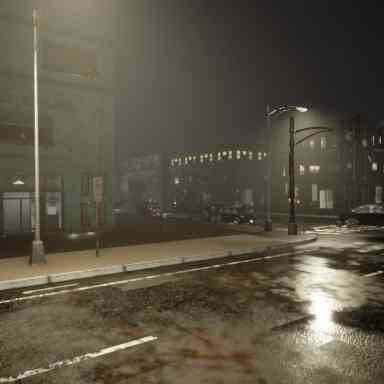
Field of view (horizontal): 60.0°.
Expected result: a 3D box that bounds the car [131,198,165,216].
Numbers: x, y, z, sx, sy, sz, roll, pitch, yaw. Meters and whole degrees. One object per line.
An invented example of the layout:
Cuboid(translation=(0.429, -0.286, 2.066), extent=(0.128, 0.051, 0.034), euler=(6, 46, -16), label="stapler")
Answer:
Cuboid(translation=(-4.814, 1.845, 37.704), extent=(1.967, 1.590, 4.097), euler=(-1, 0, -35), label="car")

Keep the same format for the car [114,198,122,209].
Cuboid(translation=(-14.228, 2.202, 55.580), extent=(2.033, 1.411, 5.357), euler=(-1, 0, -35), label="car")

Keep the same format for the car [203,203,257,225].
Cuboid(translation=(3.139, 1.814, 26.330), extent=(1.947, 1.339, 4.313), euler=(-2, 0, -35), label="car")

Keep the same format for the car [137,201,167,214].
Cuboid(translation=(-5.247, 1.954, 42.814), extent=(1.812, 1.442, 4.674), euler=(-1, 0, -35), label="car")

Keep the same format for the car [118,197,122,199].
Cuboid(translation=(-14.046, 1.939, 65.110), extent=(2.192, 1.841, 5.009), euler=(-1, 0, -35), label="car")

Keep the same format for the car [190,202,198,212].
Cuboid(translation=(2.014, 1.903, 42.567), extent=(1.802, 1.307, 4.206), euler=(-2, 0, -35), label="car")

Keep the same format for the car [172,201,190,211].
Cuboid(translation=(-1.196, 1.965, 47.075), extent=(1.802, 1.307, 4.206), euler=(-2, 0, -35), label="car")

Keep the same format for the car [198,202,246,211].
Cuboid(translation=(3.017, 1.773, 31.194), extent=(1.837, 1.490, 4.892), euler=(-1, -1, -35), label="car")

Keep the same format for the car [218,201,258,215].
Cuboid(translation=(5.224, 1.809, 38.058), extent=(2.008, 1.369, 4.403), euler=(-2, 0, -35), label="car")

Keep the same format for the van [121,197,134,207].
Cuboid(translation=(-10.834, 1.906, 60.601), extent=(1.690, 1.788, 3.998), euler=(-1, 0, -35), label="van")

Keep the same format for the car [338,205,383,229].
Cuboid(translation=(11.535, 1.535, 20.332), extent=(2.128, 1.511, 4.902), euler=(0, -2, -45), label="car")
